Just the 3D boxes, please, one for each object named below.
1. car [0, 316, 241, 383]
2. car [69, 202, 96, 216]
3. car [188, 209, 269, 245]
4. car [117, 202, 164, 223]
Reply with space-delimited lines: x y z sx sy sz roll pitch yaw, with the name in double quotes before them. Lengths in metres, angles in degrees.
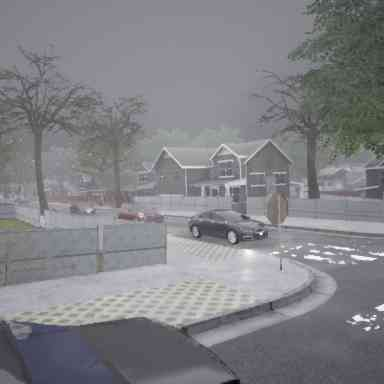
"car" -2.077 1.548 1.474 5.357 1.411 2.033 0 0 -36
"car" -12.026 1.831 36.430 2.128 1.511 4.902 -3 1 -35
"car" 1.700 1.645 16.882 1.837 1.490 4.892 -3 1 -35
"car" -3.930 1.572 24.880 2.097 1.767 4.553 -3 1 -35
